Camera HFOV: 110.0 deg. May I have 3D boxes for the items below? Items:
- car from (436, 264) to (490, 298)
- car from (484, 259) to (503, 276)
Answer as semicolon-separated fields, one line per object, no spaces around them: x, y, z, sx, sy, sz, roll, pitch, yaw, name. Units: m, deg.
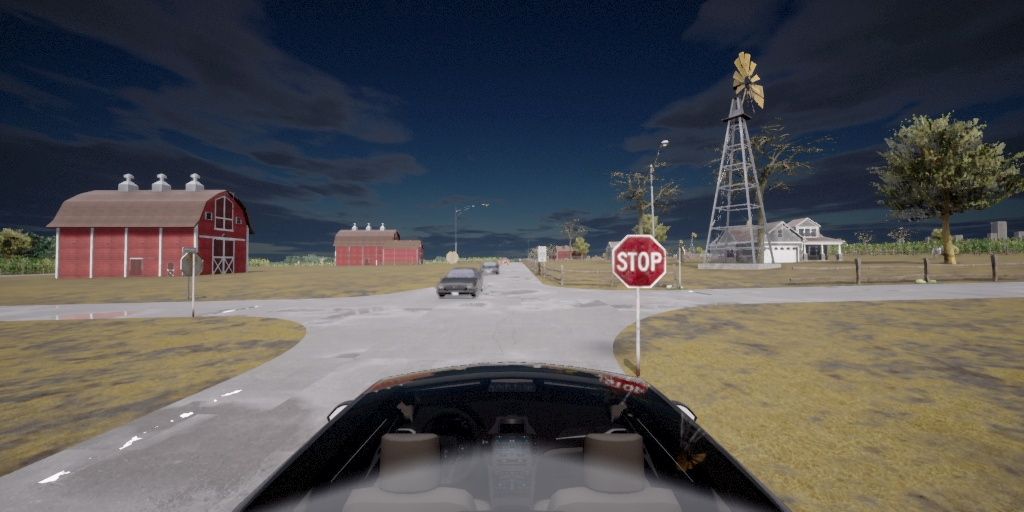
-2.536;1.317;18.784;2.033;1.411;5.357;0;0;1;car
-2.281;1.306;37.925;1.812;1.442;4.674;0;0;1;car
